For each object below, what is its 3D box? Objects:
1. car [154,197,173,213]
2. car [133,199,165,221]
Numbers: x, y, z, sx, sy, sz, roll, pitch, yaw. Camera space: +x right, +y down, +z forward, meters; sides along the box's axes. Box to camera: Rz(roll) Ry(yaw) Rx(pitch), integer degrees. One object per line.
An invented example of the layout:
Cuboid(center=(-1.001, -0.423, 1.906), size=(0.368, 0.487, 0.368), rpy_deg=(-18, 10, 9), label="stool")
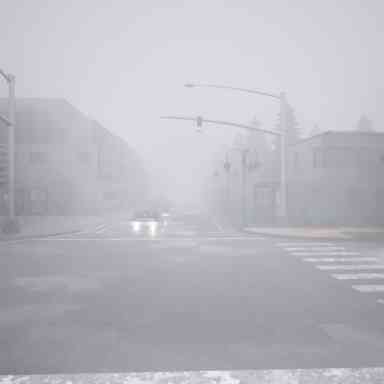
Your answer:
Cuboid(center=(-3.595, 1.352, 37.227), size=(2.097, 1.767, 4.553), rpy_deg=(0, 0, 0), label="car")
Cuboid(center=(-3.598, 1.564, 27.335), size=(1.994, 1.385, 4.181), rpy_deg=(0, 0, 0), label="car")
